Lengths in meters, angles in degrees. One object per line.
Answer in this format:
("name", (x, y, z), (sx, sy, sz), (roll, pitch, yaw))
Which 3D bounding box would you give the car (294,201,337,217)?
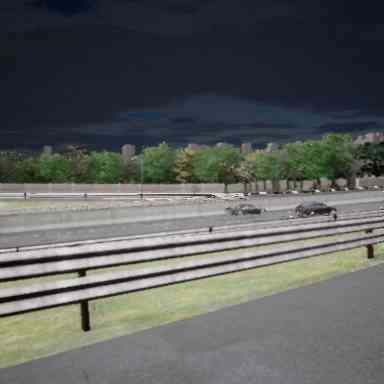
("car", (13.031, 1.744, 34.891), (4.892, 1.490, 1.837), (-3, 2, -25))

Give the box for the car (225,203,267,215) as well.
("car", (5.782, 1.894, 35.428), (4.892, 1.490, 1.837), (-3, 2, -25))
